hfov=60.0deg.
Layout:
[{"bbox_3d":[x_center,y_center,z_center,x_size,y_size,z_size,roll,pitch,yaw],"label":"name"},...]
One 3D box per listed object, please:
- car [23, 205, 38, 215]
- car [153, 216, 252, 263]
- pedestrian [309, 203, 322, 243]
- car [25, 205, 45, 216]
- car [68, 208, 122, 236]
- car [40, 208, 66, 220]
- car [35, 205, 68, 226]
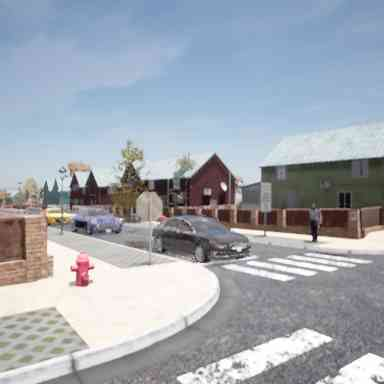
[{"bbox_3d":[-19.237,2.638,40.234,1.837,1.490,4.892,1,-2,-35],"label":"car"},{"bbox_3d":[0.194,1.703,12.850,1.837,1.490,4.892,1,-2,-34],"label":"car"},{"bbox_3d":[5.700,1.416,15.493,0.375,1.860,0.375,-1,0,-36],"label":"pedestrian"},{"bbox_3d":[-25.650,2.957,54.133,2.097,1.767,4.553,1,-2,-36],"label":"car"},{"bbox_3d":[-6.432,1.872,22.333,2.097,1.767,4.553,1,-2,-36],"label":"car"},{"bbox_3d":[-18.469,2.808,44.131,2.033,1.411,5.357,1,-2,-35],"label":"car"},{"bbox_3d":[-13.141,2.318,31.677,1.882,1.535,5.008,1,-2,-35],"label":"car"}]
